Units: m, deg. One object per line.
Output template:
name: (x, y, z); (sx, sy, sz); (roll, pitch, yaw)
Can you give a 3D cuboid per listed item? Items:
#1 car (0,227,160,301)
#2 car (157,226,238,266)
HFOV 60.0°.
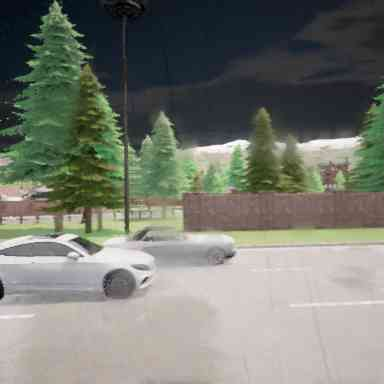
car: (-3.260, 1.777, 8.274); (4.674, 1.442, 1.812); (-1, -1, -4)
car: (-0.780, 1.897, 11.956); (4.718, 1.301, 1.895); (-1, -1, -4)
